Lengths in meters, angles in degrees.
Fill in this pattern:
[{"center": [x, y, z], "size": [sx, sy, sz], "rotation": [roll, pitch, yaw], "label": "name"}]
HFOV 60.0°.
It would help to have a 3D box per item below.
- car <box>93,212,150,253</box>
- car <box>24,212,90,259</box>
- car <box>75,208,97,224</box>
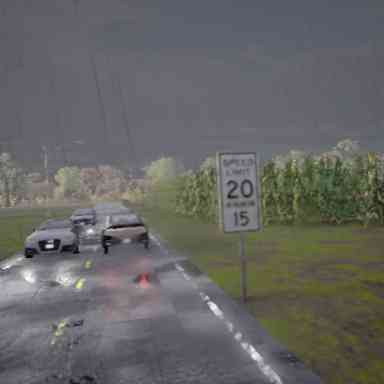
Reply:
[{"center": [-2.995, 1.651, 14.809], "size": [2.128, 1.511, 4.902], "rotation": [-3, 0, -13], "label": "car"}, {"center": [-5.755, 1.866, 14.359], "size": [1.994, 1.385, 4.181], "rotation": [-3, 0, -13], "label": "car"}, {"center": [-8.757, 2.006, 27.339], "size": [2.033, 1.411, 5.357], "rotation": [-3, 0, -13], "label": "car"}]
